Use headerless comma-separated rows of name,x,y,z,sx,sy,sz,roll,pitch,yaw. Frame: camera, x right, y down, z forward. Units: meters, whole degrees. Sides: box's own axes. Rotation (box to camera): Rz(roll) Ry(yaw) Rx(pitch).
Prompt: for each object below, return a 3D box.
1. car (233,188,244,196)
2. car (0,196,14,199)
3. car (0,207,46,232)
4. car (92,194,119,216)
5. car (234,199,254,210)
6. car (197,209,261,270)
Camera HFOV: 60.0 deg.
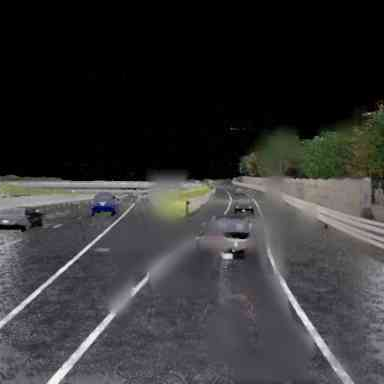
car,9.016,-0.074,64.105,2.033,1.411,5.357,0,3,4
car,-33.215,1.319,59.390,1.895,1.301,4.718,0,0,-8
car,-10.210,1.546,19.753,1.994,1.385,4.181,0,0,-7
car,-8.477,1.222,32.867,2.150,2.045,5.566,0,0,-7
car,5.324,1.409,34.045,1.895,1.301,4.718,0,2,9
car,1.336,1.569,11.498,2.128,1.511,4.902,1,0,9
